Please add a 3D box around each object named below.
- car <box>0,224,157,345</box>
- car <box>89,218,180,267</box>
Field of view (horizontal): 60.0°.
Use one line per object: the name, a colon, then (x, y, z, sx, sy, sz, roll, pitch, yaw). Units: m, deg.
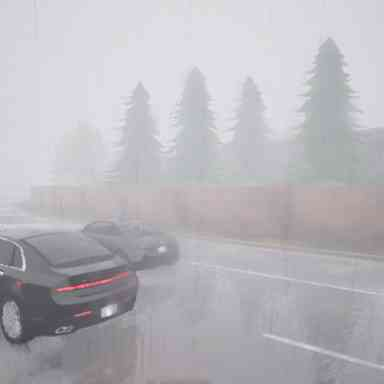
car: (-3.144, 1.443, 6.311, 4.892, 1.490, 1.837, 1, 1, 37)
car: (-2.386, 1.490, 10.132, 4.181, 1.385, 1.994, 1, 0, 37)
